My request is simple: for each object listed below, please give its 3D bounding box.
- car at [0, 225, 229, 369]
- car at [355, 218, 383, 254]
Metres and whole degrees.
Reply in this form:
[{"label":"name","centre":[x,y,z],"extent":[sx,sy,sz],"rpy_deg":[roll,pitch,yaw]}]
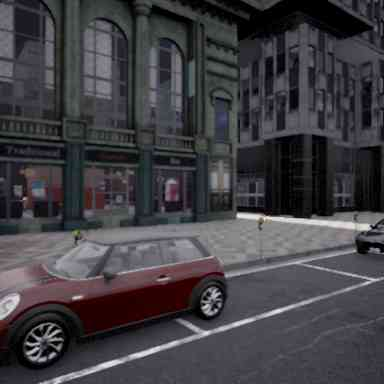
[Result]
[{"label":"car","centre":[-1.385,1.437,5.657],"extent":[4.097,1.590,1.967],"rpy_deg":[0,0,-36]},{"label":"car","centre":[7.789,1.549,12.207],"extent":[4.313,1.339,1.947],"rpy_deg":[0,0,-36]}]
